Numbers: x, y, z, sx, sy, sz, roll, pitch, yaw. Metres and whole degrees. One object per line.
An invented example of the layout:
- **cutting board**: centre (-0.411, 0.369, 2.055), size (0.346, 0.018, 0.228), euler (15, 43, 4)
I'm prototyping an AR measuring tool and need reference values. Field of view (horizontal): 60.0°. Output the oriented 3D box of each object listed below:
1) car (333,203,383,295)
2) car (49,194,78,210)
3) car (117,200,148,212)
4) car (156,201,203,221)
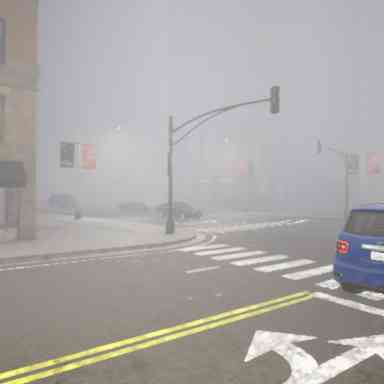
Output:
- **car**: centre (5.396, 1.277, 7.880), size (5.566, 2.045, 2.150), euler (0, 0, -43)
- **car**: centre (-17.368, 1.273, 44.985), size (2.150, 2.045, 5.566), euler (1, 0, -45)
- **car**: centre (-7.165, 1.658, 39.610), size (1.994, 1.385, 4.181), euler (1, 0, -45)
- **car**: centre (-1.127, 1.588, 28.668), size (1.837, 1.490, 4.892), euler (1, 0, -45)
